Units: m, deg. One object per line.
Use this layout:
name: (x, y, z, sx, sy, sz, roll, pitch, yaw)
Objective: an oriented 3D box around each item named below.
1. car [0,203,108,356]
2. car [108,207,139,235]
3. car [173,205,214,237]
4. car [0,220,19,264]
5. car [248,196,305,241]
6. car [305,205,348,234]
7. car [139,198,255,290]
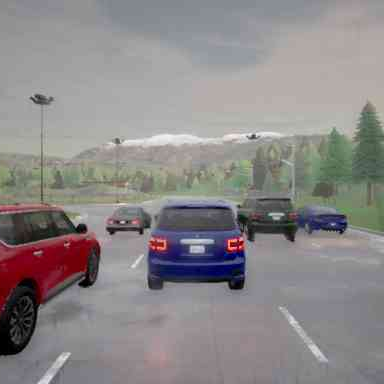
car: (-3.418, 1.213, 6.210, 2.150, 2.045, 5.566, 0, -1, 0)
car: (-3.422, 1.547, 18.876, 2.033, 1.411, 5.357, 0, 0, 0)
car: (0.076, 1.547, 19.414, 2.033, 1.411, 5.357, 0, 0, 0)
car: (-6.914, 1.601, 9.125, 1.895, 1.301, 4.718, 0, 0, 0)
car: (3.581, 1.219, 16.766, 2.150, 2.045, 5.566, 0, 0, 0)
car: (7.080, 1.478, 19.169, 1.882, 1.535, 5.008, 0, 0, 0)
car: (0.085, 1.221, 9.228, 2.150, 2.045, 5.566, 0, 0, 0)
